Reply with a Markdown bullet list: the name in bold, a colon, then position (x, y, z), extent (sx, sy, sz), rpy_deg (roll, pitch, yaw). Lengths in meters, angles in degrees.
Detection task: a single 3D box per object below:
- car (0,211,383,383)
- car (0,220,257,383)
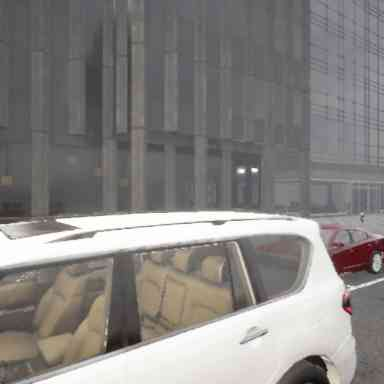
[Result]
- **car**: position (-0.999, 1.228, 2.533), extent (5.566, 2.045, 2.150), rpy_deg (0, 0, -35)
- **car**: position (-1.036, 1.452, 5.790), extent (4.097, 1.590, 1.967), rpy_deg (0, 0, -36)
